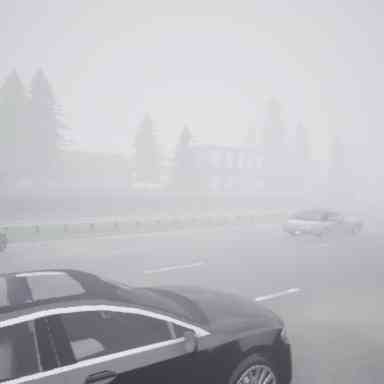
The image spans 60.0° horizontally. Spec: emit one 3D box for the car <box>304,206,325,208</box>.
[{"bbox_3d":[8.682,1.643,22.835,4.181,1.385,1.994,0,0,-35],"label":"car"}]

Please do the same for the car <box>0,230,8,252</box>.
[{"bbox_3d":[-8.648,1.473,10.476,5.008,1.535,1.882,0,0,-36],"label":"car"}]

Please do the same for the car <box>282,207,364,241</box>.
[{"bbox_3d":[6.891,1.662,17.259,4.718,1.301,1.895,0,0,-36],"label":"car"}]

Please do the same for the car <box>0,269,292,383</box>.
[{"bbox_3d":[-1.151,1.495,2.924,4.902,1.511,2.128,0,0,-35],"label":"car"}]
